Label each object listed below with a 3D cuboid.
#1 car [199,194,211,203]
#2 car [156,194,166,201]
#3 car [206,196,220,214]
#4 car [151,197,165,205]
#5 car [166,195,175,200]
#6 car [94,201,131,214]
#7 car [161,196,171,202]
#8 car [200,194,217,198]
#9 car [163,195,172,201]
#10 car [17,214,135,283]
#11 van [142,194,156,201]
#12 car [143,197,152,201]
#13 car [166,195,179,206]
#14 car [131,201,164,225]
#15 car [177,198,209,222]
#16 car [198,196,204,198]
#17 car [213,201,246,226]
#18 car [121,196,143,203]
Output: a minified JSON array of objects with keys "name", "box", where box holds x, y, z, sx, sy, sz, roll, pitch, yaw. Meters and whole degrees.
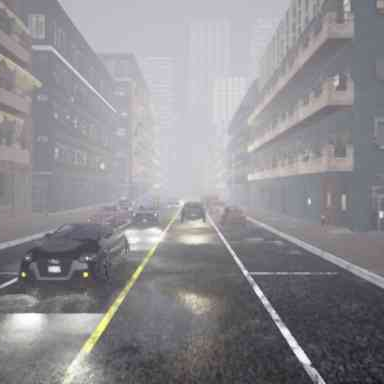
[{"name":"car","box":[2.623,1.254,67.642,2.192,1.841,5.009,-1,0,0]},{"name":"car","box":[-5.734,1.270,50.857,2.192,1.841,5.009,-1,0,0]},{"name":"car","box":[2.653,1.493,34.200,1.752,1.417,4.829,-1,0,0]},{"name":"car","box":[-5.753,1.501,56.460,2.008,1.369,4.403,-1,0,0]},{"name":"car","box":[-5.772,1.473,90.072,2.008,1.369,4.403,-1,0,0]},{"name":"car","box":[-5.685,1.562,22.848,1.802,1.307,4.206,-1,0,0]},{"name":"car","box":[-5.759,1.518,73.266,1.802,1.307,4.206,-1,0,0]},{"name":"car","box":[2.641,1.273,45.234,2.192,1.841,5.009,-1,0,0]},{"name":"car","box":[-5.763,1.513,78.868,1.802,1.307,4.206,-1,0,0]},{"name":"car","box":[-3.094,1.556,9.512,1.994,1.385,4.181,0,0,1]},{"name":"van","box":[-5.702,1.306,39.653,1.690,1.788,3.998,-1,0,0]},{"name":"car","box":[-5.694,1.520,34.051,2.008,1.369,4.403,-1,0,0]},{"name":"car","box":[-3.097,1.498,55.214,2.033,1.411,5.357,0,0,1]},{"name":"car","box":[-3.121,1.579,24.132,1.895,1.301,4.718,0,0,0]},{"name":"car","box":[0.088,1.454,25.767,1.882,1.535,5.008,0,0,0]},{"name":"car","box":[0.065,1.529,38.618,1.994,1.385,4.181,0,0,0]},{"name":"car","box":[2.663,1.560,22.826,1.802,1.307,4.206,-1,0,0]},{"name":"car","box":[-5.691,1.415,28.449,1.967,1.590,4.097,-1,0,0]}]
